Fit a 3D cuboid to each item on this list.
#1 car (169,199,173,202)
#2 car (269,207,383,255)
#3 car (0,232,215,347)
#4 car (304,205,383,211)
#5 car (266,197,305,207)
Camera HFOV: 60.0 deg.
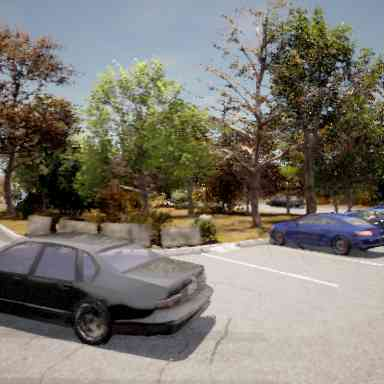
[{"bbox_3d":[-1.419,1.136,56.460,4.902,1.511,2.128,0,1,18],"label":"car"},{"bbox_3d":[5.326,1.577,13.568,2.002,1.452,4.674,0,0,-35],"label":"car"},{"bbox_3d":[-2.328,1.466,6.014,5.357,1.411,2.033,1,1,22],"label":"car"},{"bbox_3d":[8.001,1.532,15.460,2.231,1.521,4.892,0,0,-35],"label":"car"},{"bbox_3d":[12.195,1.317,43.710,2.033,1.411,5.357,-3,3,-35],"label":"car"}]
